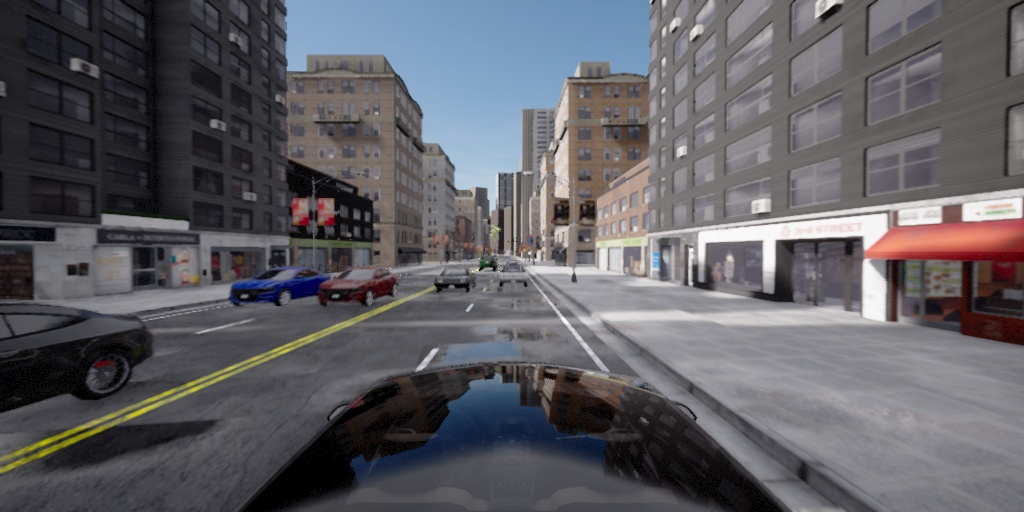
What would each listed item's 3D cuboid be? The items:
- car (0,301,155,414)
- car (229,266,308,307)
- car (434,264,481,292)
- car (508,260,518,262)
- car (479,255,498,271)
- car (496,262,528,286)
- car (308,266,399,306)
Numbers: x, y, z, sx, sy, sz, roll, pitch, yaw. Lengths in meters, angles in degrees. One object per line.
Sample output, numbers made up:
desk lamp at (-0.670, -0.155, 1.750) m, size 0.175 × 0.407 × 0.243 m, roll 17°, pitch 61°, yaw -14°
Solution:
car at (-6.592, 1.274, 3.781) m, size 1.812 × 1.442 × 4.674 m, roll 0°, pitch 0°, yaw 0°
car at (-9.807, 1.220, 15.666) m, size 1.882 × 1.535 × 5.008 m, roll 0°, pitch 0°, yaw 0°
car at (-3.169, 1.341, 21.121) m, size 1.895 × 1.301 × 4.718 m, roll 0°, pitch 0°, yaw 0°
car at (0.105, 1.216, 49.256) m, size 1.812 × 1.442 × 4.674 m, roll 0°, pitch 0°, yaw 0°
car at (-3.145, 0.913, 48.163) m, size 2.150 × 2.045 × 5.566 m, roll 0°, pitch 0°, yaw 0°
car at (0.092, 1.337, 24.884) m, size 1.895 × 1.301 × 4.718 m, roll 0°, pitch 0°, yaw 0°
car at (-6.558, 1.221, 15.854) m, size 1.882 × 1.535 × 5.008 m, roll 0°, pitch 0°, yaw 0°
